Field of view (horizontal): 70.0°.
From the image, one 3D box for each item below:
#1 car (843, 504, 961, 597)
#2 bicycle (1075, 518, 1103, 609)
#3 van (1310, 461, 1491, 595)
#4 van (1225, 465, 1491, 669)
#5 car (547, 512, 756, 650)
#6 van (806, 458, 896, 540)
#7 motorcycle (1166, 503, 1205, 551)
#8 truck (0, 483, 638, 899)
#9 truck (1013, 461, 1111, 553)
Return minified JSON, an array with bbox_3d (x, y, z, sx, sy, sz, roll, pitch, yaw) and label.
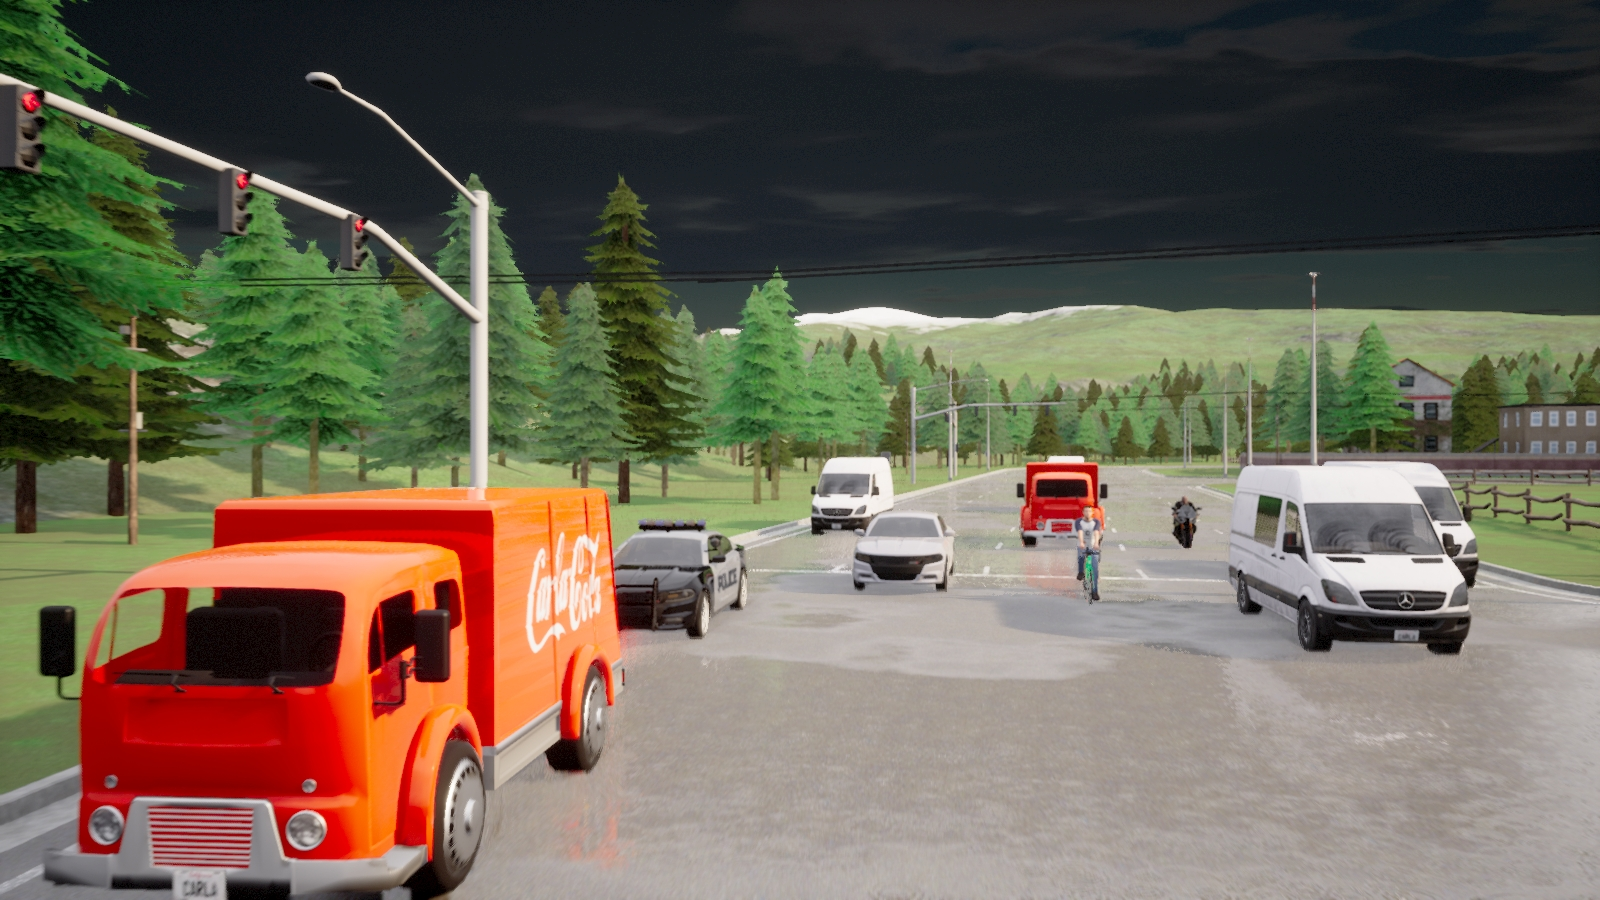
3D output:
[{"bbox_3d":[2.293,2.050,24.440,2.097,1.535,5.006,0,0,10],"label":"car"},{"bbox_3d":[5.337,2.071,21.141,0.373,1.496,1.643,0,0,10],"label":"bicycle"},{"bbox_3d":[13.133,1.554,25.459,1.988,2.561,5.915,0,0,11],"label":"van"},{"bbox_3d":[8.337,1.548,17.809,1.988,2.561,5.915,0,0,8],"label":"van"},{"bbox_3d":[-2.225,1.994,18.828,2.097,1.638,5.238,0,0,8],"label":"car"},{"bbox_3d":[1.860,1.560,39.321,1.988,2.561,5.915,0,0,14],"label":"van"},{"bbox_3d":[11.257,2.229,33.452,0.867,1.251,2.209,0,0,13],"label":"motorcycle"},{"bbox_3d":[-3.116,1.572,8.885,2.627,2.467,5.204,0,0,4],"label":"truck"},{"bbox_3d":[7.842,1.594,34.226,2.627,2.467,5.204,0,0,13],"label":"truck"}]
